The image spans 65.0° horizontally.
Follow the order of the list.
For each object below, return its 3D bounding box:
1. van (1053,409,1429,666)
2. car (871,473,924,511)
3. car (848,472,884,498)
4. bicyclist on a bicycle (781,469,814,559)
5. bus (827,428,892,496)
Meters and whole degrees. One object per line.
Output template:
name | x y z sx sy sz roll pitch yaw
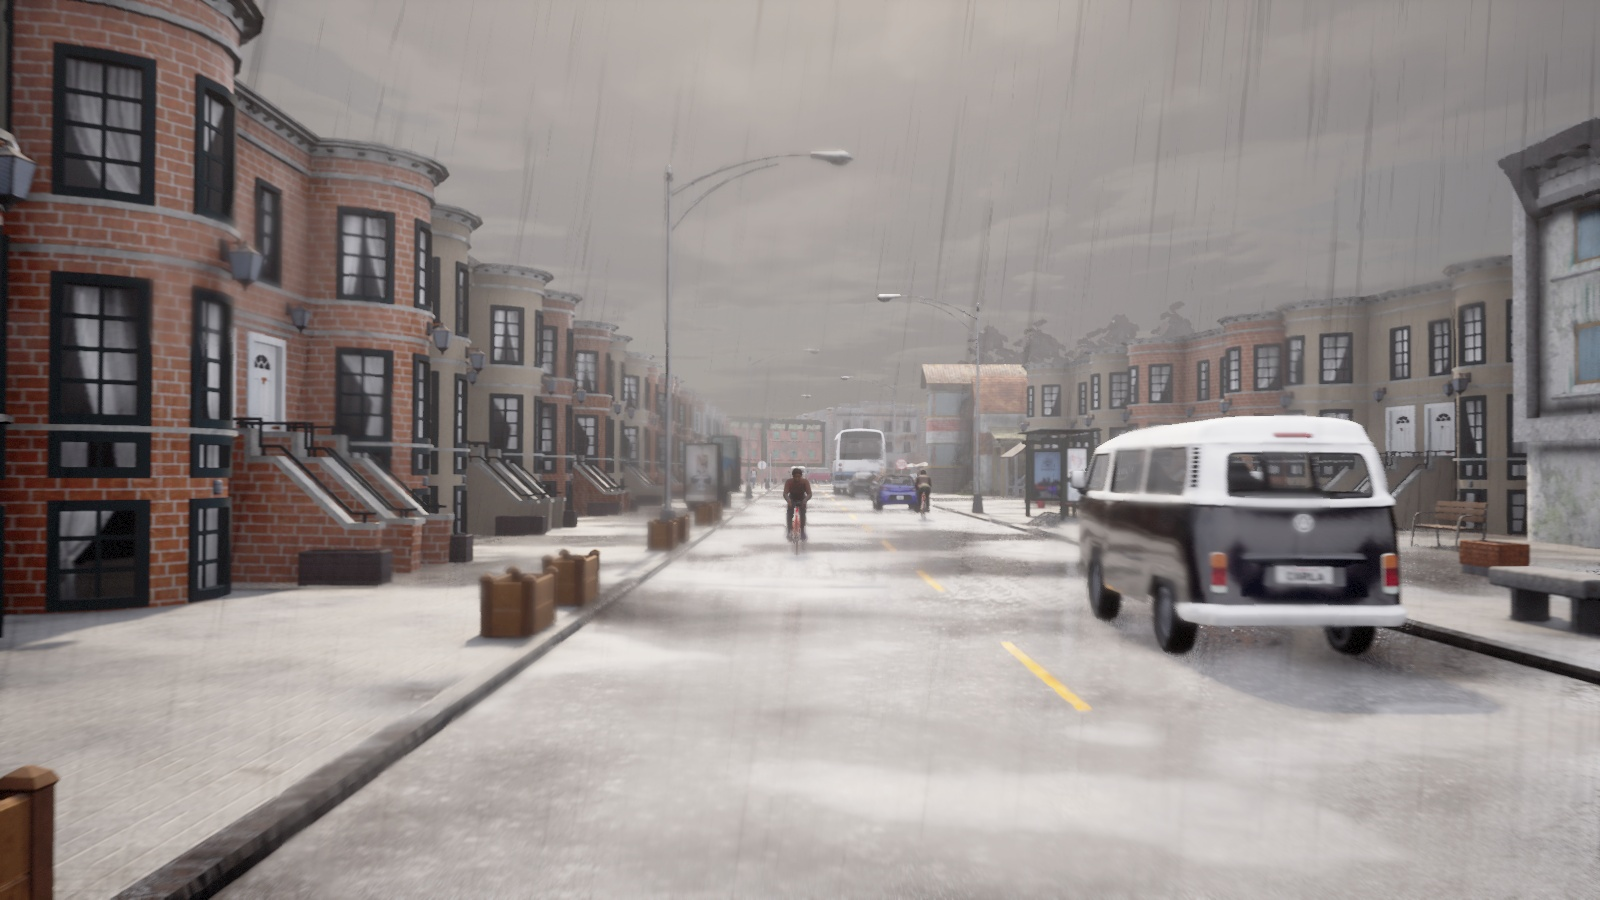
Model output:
van | 3.967 0.728 12.259 2.069 2.038 4.480 0 -1 0
car | 3.930 1.671 51.260 1.816 1.474 4.193 0 -1 0
car | 3.911 2.057 74.856 1.837 1.490 4.892 0 -1 0
bicyclist on a bicycle | -0.047 1.160 23.457 0.582 1.620 1.656 0 -1 0
bus | 3.886 0.845 84.948 3.944 4.253 10.273 0 -1 0
